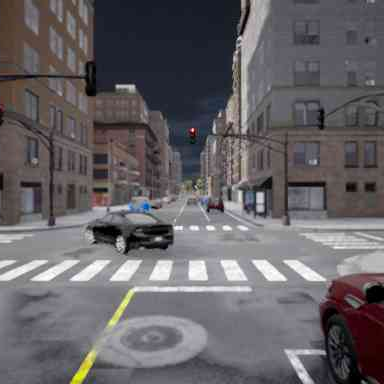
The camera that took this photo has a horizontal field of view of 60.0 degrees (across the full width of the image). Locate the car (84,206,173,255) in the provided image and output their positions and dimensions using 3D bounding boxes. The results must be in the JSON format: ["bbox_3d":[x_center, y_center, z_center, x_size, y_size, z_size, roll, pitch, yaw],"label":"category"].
[{"bbox_3d":[-2.746,1.523,13.773,1.882,1.535,5.008,2,-1,-38],"label":"car"}]

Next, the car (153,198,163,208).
[{"bbox_3d":[-5.384,1.698,45.041,1.947,1.339,4.313,0,0,0],"label":"car"}]

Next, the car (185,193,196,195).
[{"bbox_3d":[0.033,1.511,69.437,1.882,1.535,5.008,0,0,0],"label":"car"}]

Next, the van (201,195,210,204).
[{"bbox_3d":[2.711,1.534,66.665,1.690,1.788,3.998,0,0,0],"label":"van"}]

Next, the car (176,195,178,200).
[{"bbox_3d":[-5.357,1.553,82.886,2.192,1.841,5.009,0,0,0],"label":"car"}]

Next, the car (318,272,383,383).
[{"bbox_3d":[2.638,1.322,2.263,2.192,1.841,5.009,0,0,0],"label":"car"}]

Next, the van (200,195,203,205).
[{"bbox_3d":[2.716,1.503,55.852,1.690,1.788,3.998,0,0,0],"label":"van"}]

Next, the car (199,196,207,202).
[{"bbox_3d":[2.703,1.764,83.053,1.752,1.417,4.829,0,0,0],"label":"car"}]

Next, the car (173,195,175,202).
[{"bbox_3d":[-5.364,1.759,72.073,2.008,1.369,4.403,0,0,0],"label":"car"}]

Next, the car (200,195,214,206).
[{"bbox_3d":[2.713,1.493,61.259,2.192,1.841,5.009,0,0,0],"label":"car"}]

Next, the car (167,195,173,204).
[{"bbox_3d":[-5.368,1.718,66.497,1.752,1.417,4.829,0,0,0],"label":"car"}]

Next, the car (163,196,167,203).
[{"bbox_3d":[-5.380,1.692,50.448,1.887,1.381,4.507,0,0,0],"label":"car"}]

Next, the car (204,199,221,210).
[{"bbox_3d":[2.721,1.682,45.039,2.008,1.369,4.403,0,0,0],"label":"car"}]

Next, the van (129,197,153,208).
[{"bbox_3d":[-5.392,1.442,34.230,1.690,1.788,3.998,0,0,0],"label":"van"}]

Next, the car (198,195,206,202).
[{"bbox_3d":[2.701,1.694,88.289,1.967,1.590,4.097,0,0,0],"label":"car"}]

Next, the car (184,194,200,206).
[{"bbox_3d":[0.079,1.663,59.345,2.128,1.511,4.902,0,0,1],"label":"car"}]

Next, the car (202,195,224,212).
[{"bbox_3d":[2.723,1.431,39.633,2.192,1.841,5.009,0,0,0],"label":"car"}]

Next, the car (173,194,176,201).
[{"bbox_3d":[-5.360,1.789,77.479,1.947,1.339,4.313,0,0,0],"label":"car"}]
